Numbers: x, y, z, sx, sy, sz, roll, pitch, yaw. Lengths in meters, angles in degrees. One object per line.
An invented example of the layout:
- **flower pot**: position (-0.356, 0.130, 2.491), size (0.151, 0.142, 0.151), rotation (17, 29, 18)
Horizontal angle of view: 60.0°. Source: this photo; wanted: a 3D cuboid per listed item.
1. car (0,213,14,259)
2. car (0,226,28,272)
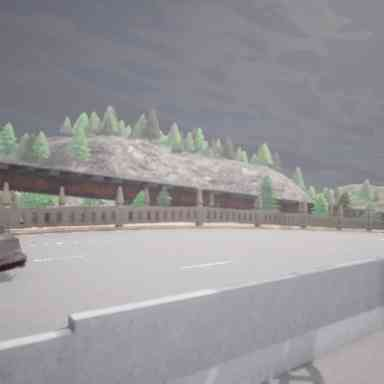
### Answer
- **car**: position (-8.841, 1.550, 10.582), size (5.357, 1.411, 2.033), rotation (0, 0, -36)
- **car**: position (-6.844, 1.550, 7.707), size (5.357, 1.411, 2.033), rotation (0, 0, -36)
